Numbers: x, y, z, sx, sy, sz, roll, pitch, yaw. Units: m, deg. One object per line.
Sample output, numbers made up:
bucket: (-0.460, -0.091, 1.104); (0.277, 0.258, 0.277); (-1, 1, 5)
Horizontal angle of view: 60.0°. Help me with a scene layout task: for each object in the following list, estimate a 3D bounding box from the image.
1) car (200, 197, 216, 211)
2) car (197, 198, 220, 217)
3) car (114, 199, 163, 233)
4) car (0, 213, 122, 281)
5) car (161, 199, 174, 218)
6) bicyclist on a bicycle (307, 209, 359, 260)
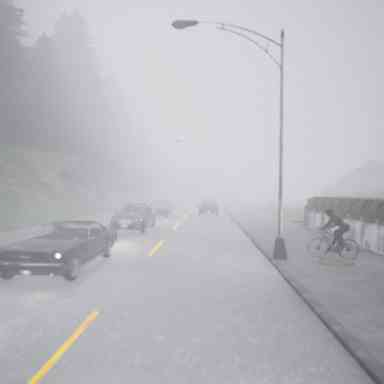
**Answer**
car: (2.015, 1.460, 41.515); (1.812, 1.442, 4.674); (1, 0, 4)
car: (1.548, 1.455, 31.395); (1.837, 1.490, 4.892); (1, 0, 3)
car: (-3.249, 1.412, 19.035); (2.128, 1.511, 4.902); (1, 0, 3)
car: (-3.698, 1.535, 9.812); (1.895, 1.301, 4.718); (1, 0, 3)
car: (-2.741, 1.382, 29.226); (1.882, 1.535, 5.008); (1, 0, 3)
bicyclist on a bicycle: (4.582, 1.374, 10.760); (1.656, 1.620, 0.582); (2, -1, 3)
